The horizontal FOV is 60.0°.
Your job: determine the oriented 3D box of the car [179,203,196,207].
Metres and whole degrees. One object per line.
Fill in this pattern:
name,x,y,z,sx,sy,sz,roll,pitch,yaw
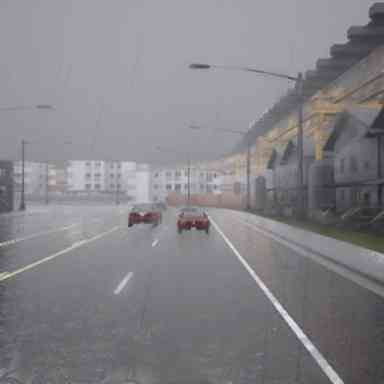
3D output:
car,-0.657,2.101,45.648,1.895,1.301,4.718,0,-1,-8

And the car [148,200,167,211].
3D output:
car,-5.273,2.026,50.040,1.882,1.535,5.008,1,-1,-17

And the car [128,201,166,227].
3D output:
car,-3.403,1.627,25.011,2.097,1.767,4.553,0,-1,0

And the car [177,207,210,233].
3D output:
car,0.097,1.834,21.184,1.895,1.301,4.718,0,-1,0
